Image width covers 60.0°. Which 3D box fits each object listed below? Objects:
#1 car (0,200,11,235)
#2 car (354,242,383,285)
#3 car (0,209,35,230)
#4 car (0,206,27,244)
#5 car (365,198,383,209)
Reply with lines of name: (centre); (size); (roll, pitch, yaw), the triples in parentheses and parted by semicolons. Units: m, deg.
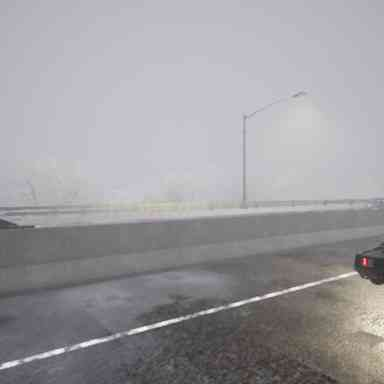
car: (-11.930, 1.345, 16.967); (4.553, 1.767, 2.097); (0, 0, -35)
car: (6.093, 1.596, 8.179); (4.718, 1.301, 1.895); (0, 0, -35)
car: (-7.960, 1.473, 11.203); (5.008, 1.535, 1.882); (0, 0, -35)
car: (-9.924, 1.472, 14.100); (5.008, 1.535, 1.882); (0, 0, -35)
car: (23.563, 1.487, 41.577); (4.902, 1.511, 2.128); (0, 0, -34)
